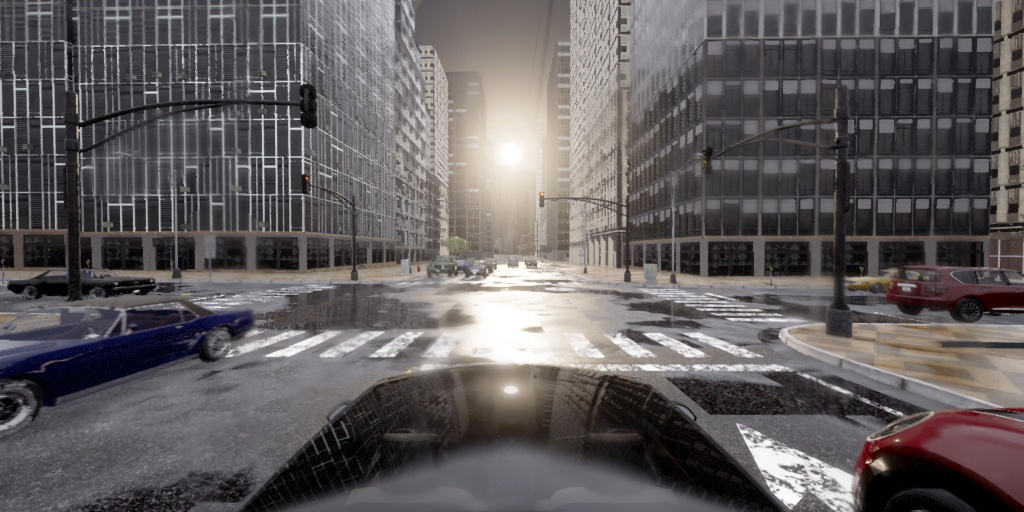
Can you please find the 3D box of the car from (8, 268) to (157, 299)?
[{"bbox_3d":[-18.706,1.214,15.803,4.718,1.301,1.895,1,1,1],"label":"car"}]

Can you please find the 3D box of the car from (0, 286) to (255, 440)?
[{"bbox_3d":[-6.414,1.348,5.424,1.895,1.301,4.718,0,0,-1],"label":"car"}]

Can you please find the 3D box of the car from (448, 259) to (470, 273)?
[{"bbox_3d":[-6.458,1.201,44.155,1.882,1.535,5.008,0,0,0],"label":"car"}]

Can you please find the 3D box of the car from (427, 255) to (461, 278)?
[{"bbox_3d":[-6.483,0.954,34.190,2.150,2.045,5.566,0,0,0],"label":"car"}]

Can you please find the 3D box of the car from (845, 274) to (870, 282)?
[{"bbox_3d":[21.864,1.409,20.795,4.829,1.417,1.751,0,0,1],"label":"car"}]

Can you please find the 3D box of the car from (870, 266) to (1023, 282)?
[{"bbox_3d":[16.226,1.281,12.529,5.009,1.841,2.192,0,0,1],"label":"car"}]

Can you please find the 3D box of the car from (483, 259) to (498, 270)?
[{"bbox_3d":[-3.170,1.261,53.932,2.033,1.411,5.357,0,0,0],"label":"car"}]

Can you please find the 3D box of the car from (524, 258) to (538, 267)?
[{"bbox_3d":[3.457,1.303,63.386,1.895,1.301,4.718,0,0,0],"label":"car"}]

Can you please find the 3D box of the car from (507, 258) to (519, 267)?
[{"bbox_3d":[0.206,1.266,63.368,1.994,1.385,4.181,0,0,0],"label":"car"}]

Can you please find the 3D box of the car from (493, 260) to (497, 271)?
[{"bbox_3d":[-3.213,1.325,43.228,1.895,1.301,4.718,0,0,0],"label":"car"}]

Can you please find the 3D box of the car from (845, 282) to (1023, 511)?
[{"bbox_3d":[3.253,1.102,0.415,2.097,1.767,4.553,0,0,0],"label":"car"}]

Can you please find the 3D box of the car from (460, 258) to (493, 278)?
[{"bbox_3d":[-3.242,1.224,33.947,2.128,1.511,4.902,0,0,1],"label":"car"}]
